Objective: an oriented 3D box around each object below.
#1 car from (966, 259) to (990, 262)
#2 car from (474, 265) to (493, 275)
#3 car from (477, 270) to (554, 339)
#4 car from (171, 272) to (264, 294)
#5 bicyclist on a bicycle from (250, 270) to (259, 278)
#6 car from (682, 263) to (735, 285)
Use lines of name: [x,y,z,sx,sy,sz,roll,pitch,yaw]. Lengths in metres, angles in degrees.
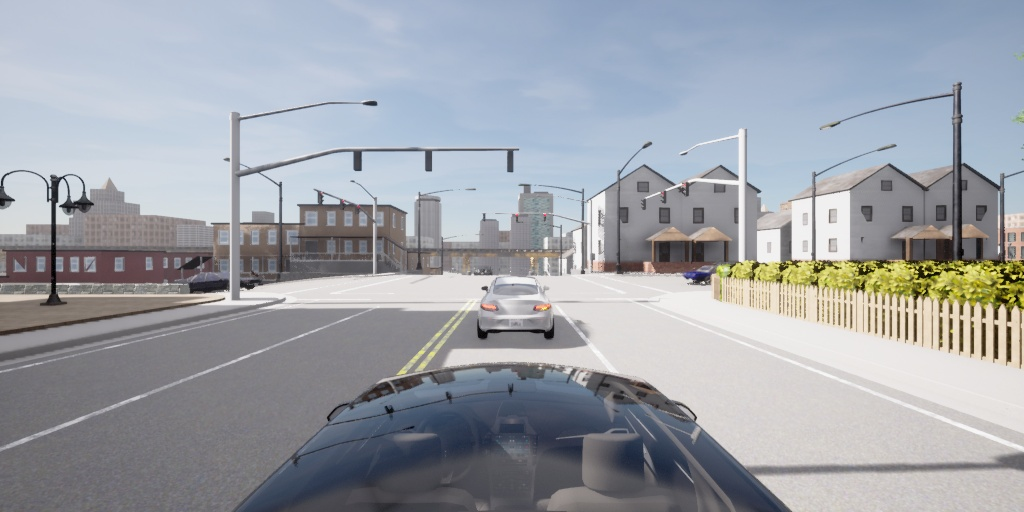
car: [36.922,1.102,29.022,4.553,1.767,2.097,0,0,-1]
car: [-3.528,2.162,45.228,2.150,2.045,5.566,0,-9,0]
car: [0.099,1.276,9.988,1.812,1.442,4.674,0,0,0]
car: [-20.287,1.819,24.673,5.357,1.411,2.033,-5,0,-1]
bicyclist on a bicycle: [-25.575,2.214,35.561,0.582,1.620,1.656,-8,0,0]
car: [14.665,1.351,25.077,4.718,1.301,1.895,0,0,-1]
